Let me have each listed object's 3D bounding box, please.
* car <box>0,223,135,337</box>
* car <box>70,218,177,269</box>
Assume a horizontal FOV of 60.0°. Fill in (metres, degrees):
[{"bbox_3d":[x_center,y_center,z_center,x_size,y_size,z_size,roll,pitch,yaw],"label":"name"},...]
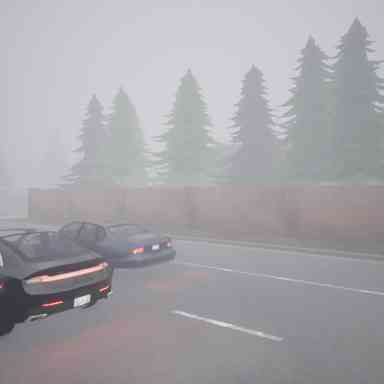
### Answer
[{"bbox_3d":[-3.690,1.492,6.643,4.902,1.511,2.128,0,0,36],"label":"car"},{"bbox_3d":[-3.019,1.547,10.470,5.357,1.411,2.033,0,0,36],"label":"car"}]
